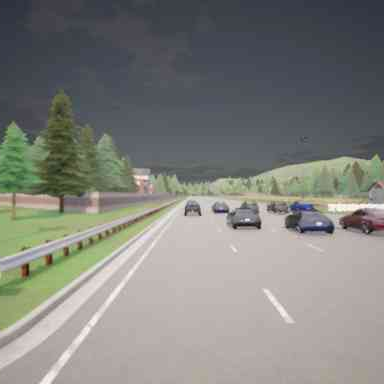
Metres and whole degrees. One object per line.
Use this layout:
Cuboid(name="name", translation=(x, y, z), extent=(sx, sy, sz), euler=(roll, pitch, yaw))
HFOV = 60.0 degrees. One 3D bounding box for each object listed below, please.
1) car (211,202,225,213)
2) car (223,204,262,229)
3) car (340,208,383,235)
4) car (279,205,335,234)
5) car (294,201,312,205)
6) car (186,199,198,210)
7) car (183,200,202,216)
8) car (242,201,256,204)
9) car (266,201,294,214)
Cuboid(name="car", translation=(3.573, 1.944, 42.174), extent=(1.994, 1.385, 4.181), euler=(0, 0, 0))
Cuboid(name="car", translation=(3.584, 1.776, 23.407), extent=(1.994, 1.385, 4.181), euler=(0, 0, 0))
Cuboid(name="car", translation=(10.584, 1.706, 19.874), extent=(1.812, 1.442, 4.674), euler=(0, 0, 0))
Cuboid(name="car", translation=(7.086, 1.751, 20.515), extent=(1.994, 1.385, 4.181), euler=(0, 0, 0))
Cuboid(name="car", translation=(14.070, 1.865, 42.907), extent=(1.882, 1.535, 5.008), euler=(0, 0, 0))
Cuboid(name="car", translation=(-0.036, 1.961, 53.764), extent=(1.882, 1.535, 5.008), euler=(0, 0, 0))
Cuboid(name="car", translation=(0.074, 1.843, 37.850), extent=(1.837, 1.490, 4.892), euler=(0, -1, 0))
Cuboid(name="car", translation=(7.071, 1.866, 41.395), extent=(2.128, 1.511, 4.902), euler=(0, 0, 0))
Cuboid(name="car", translation=(10.572, 1.866, 41.398), extent=(2.128, 1.511, 4.902), euler=(0, 0, 0))
